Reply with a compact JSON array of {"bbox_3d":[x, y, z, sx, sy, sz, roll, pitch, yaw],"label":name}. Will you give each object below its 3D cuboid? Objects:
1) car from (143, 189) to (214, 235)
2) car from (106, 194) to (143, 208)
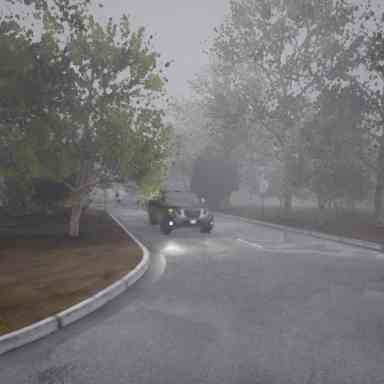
[{"bbox_3d":[-0.763,0.861,16.652,2.150,2.045,5.566,1,0,-18],"label":"car"},{"bbox_3d":[-6.767,0.932,35.258,5.357,1.411,2.033,1,-1,33],"label":"car"}]
